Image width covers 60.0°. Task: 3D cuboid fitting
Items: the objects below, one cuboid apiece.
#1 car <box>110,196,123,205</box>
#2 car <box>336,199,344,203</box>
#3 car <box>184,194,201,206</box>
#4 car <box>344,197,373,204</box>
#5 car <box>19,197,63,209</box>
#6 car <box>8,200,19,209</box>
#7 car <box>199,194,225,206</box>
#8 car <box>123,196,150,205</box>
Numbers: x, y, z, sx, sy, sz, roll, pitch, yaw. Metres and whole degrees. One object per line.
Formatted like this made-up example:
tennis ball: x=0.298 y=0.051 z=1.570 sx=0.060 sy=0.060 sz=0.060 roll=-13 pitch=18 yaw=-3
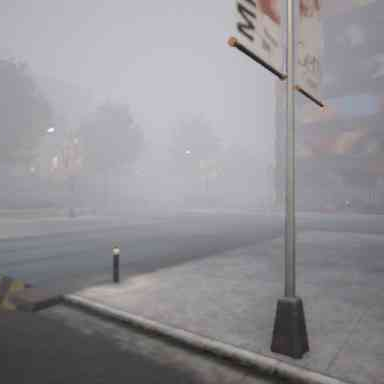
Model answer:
car: x=-12.238 y=1.551 z=58.943 sx=1.837 sy=1.490 sz=4.892 roll=0 pitch=-1 yaw=38
car: x=21.932 y=1.515 z=47.169 sx=2.161 sy=1.482 sz=4.786 roll=0 pitch=0 yaw=37
car: x=0.919 y=1.291 z=57.229 sx=2.150 sy=2.045 sz=5.566 roll=0 pitch=0 yaw=37
car: x=17.848 y=1.399 z=34.959 sx=2.002 sy=1.452 sz=4.674 roll=0 pitch=0 yaw=37
car: x=-19.540 y=1.612 z=43.680 sx=1.895 sy=1.301 sz=4.718 roll=0 pitch=0 yaw=37
car: x=-22.503 y=1.511 z=45.550 sx=1.837 sy=1.490 sz=4.892 roll=0 pitch=0 yaw=37
car: x=3.687 y=1.577 z=55.088 sx=1.837 sy=1.490 sz=4.892 roll=0 pitch=0 yaw=37
car: x=-9.229 y=1.612 z=57.116 sx=1.994 sy=1.385 sz=4.181 roll=0 pitch=0 yaw=37
